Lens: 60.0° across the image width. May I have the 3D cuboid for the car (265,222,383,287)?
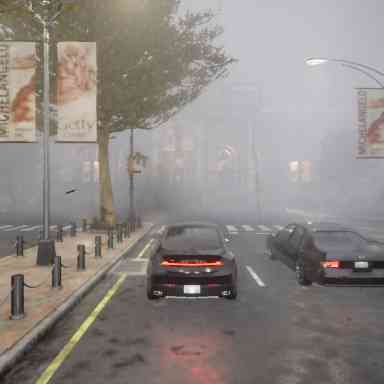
[{"bbox_3d":[3.498,1.547,9.382,2.033,1.411,5.357,0,0,0],"label":"car"}]

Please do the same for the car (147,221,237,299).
[{"bbox_3d":[-0.001,1.505,8.418,1.837,1.490,4.892,0,0,0],"label":"car"}]
